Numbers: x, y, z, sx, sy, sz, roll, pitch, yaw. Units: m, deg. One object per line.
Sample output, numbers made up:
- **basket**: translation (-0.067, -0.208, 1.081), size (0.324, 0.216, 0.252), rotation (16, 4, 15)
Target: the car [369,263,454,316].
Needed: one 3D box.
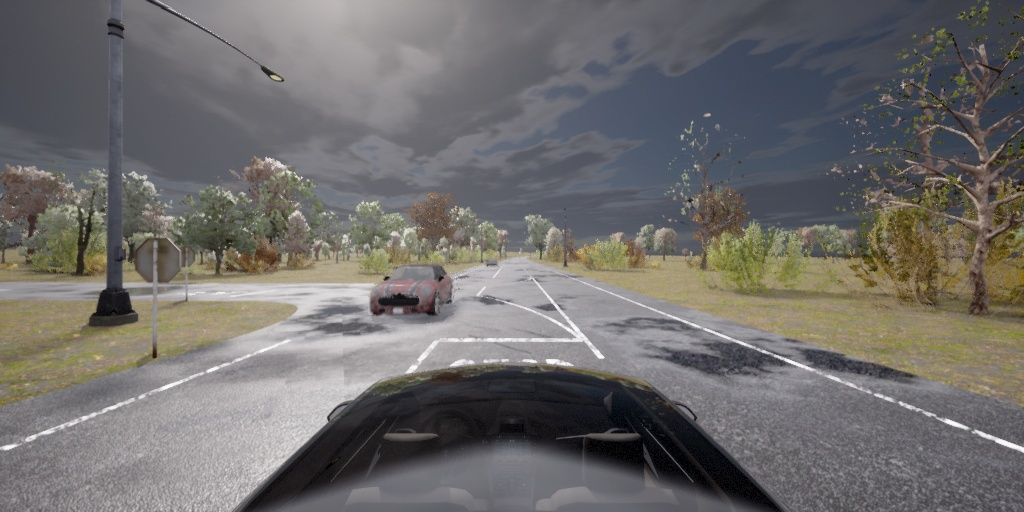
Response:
- **car**: translation (-3.492, 1.080, 13.250), size (2.097, 1.767, 4.553), rotation (0, 0, 0)

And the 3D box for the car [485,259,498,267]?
- **car**: translation (-3.451, 1.229, 61.842), size (1.994, 1.385, 4.181), rotation (0, 0, 0)
